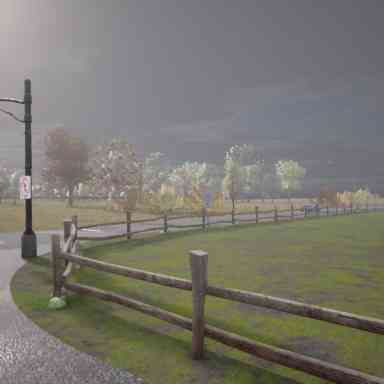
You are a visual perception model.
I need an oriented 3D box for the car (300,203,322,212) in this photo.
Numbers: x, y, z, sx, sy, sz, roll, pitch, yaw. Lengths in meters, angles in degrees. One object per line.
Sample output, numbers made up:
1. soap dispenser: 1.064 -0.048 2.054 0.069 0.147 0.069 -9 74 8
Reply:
1. car: 18.970 2.449 52.928 2.033 1.411 5.357 -1 -2 40
